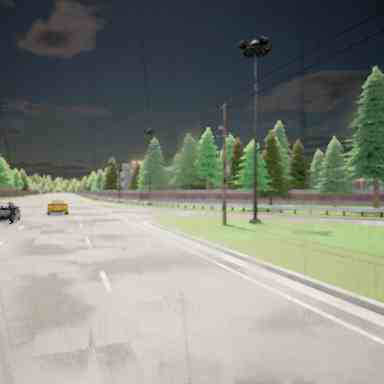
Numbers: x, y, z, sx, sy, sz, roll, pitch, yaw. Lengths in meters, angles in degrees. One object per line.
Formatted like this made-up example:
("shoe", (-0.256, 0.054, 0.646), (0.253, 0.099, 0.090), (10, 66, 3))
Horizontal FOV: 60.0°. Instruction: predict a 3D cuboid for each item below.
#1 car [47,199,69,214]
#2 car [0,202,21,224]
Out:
("car", (-13.772, 1.430, 34.199), (1.882, 1.535, 5.008), (0, 0, -21))
("car", (-13.684, 1.453, 24.121), (2.128, 1.511, 4.902), (0, 0, -21))
